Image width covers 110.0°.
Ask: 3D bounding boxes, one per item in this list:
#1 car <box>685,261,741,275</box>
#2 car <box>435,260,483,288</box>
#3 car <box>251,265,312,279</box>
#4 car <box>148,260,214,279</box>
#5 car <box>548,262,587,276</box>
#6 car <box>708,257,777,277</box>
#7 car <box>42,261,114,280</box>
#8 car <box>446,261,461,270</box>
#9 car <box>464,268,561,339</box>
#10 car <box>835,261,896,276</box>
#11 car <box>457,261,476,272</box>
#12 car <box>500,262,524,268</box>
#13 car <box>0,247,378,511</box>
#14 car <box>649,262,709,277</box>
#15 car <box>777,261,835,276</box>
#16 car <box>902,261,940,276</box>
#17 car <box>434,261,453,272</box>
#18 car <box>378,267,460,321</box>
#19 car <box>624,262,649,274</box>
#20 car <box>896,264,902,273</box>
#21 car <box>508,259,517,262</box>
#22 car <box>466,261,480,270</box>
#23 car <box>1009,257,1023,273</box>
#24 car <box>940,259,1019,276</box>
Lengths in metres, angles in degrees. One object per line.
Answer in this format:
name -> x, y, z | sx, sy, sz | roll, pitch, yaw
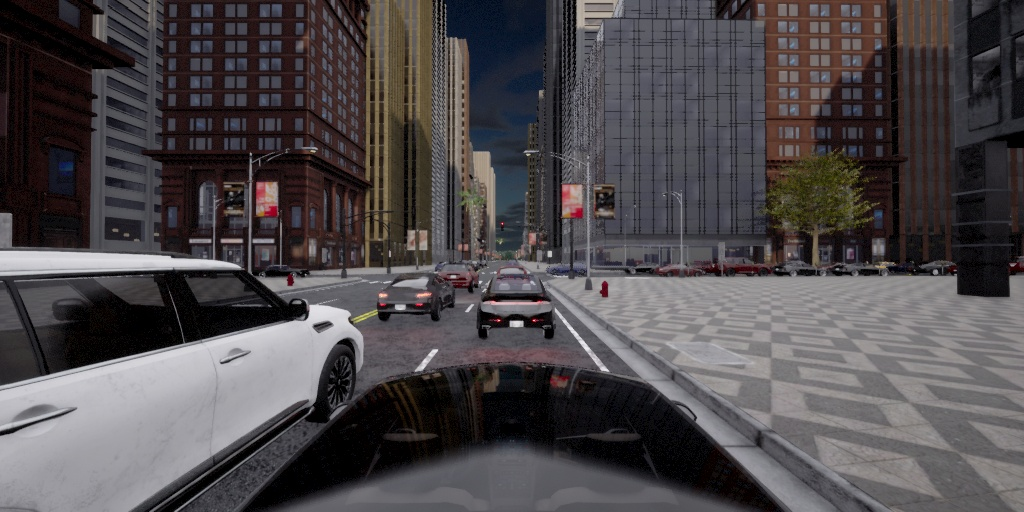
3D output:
car -> 21.724, 1.270, 38.849 | 5.008, 1.535, 1.882 | 0, -1, -1
car -> -3.153, 1.142, 21.404 | 2.097, 1.767, 4.553 | 0, 0, 0
car -> -22.407, 1.527, 34.992 | 4.718, 1.301, 1.895 | 0, -1, -3
car -> -32.225, 1.323, 35.001 | 4.553, 1.767, 2.097 | 0, -1, 0
car -> 6.029, 1.373, 38.597 | 4.674, 1.442, 1.812 | 0, -1, -1
car -> 20.947, 1.041, 33.061 | 5.009, 1.841, 2.192 | 0, 0, -1
car -> -42.279, 1.370, 35.020 | 4.553, 1.767, 2.097 | 0, -1, 1
car -> -9.841, 1.558, 60.884 | 1.812, 1.442, 4.674 | 0, 0, 0
car -> 0.097, 1.248, 10.112 | 2.128, 1.511, 4.902 | 0, 0, 0
car -> 32.221, 1.260, 33.239 | 4.313, 1.339, 1.948 | 0, 0, -1
car -> -6.609, 1.463, 52.237 | 2.128, 1.511, 4.902 | 0, 0, 0
car -> -0.005, 1.260, 19.613 | 1.882, 1.535, 5.008 | 0, 0, 0
car -> -3.155, 0.972, 2.645 | 2.150, 2.045, 5.566 | 0, 0, 0
car -> 15.309, 1.327, 32.972 | 4.207, 1.307, 1.802 | 0, 0, -1
car -> 26.584, 1.276, 33.150 | 4.313, 1.339, 1.948 | 0, 0, -1
car -> 42.846, 1.206, 36.033 | 4.892, 1.490, 1.837 | 0, -1, -1
car -> -9.850, 1.496, 51.961 | 1.812, 1.442, 4.674 | 0, 0, 0
car -> -3.152, 1.288, 12.423 | 1.812, 1.442, 4.674 | 0, 0, 0
car -> 15.176, 1.413, 41.496 | 4.313, 1.339, 1.948 | 0, 0, -1
car -> 43.716, 1.337, 39.130 | 4.718, 1.301, 1.895 | 0, -1, 0
car -> 0.080, 1.405, 63.844 | 2.097, 1.767, 4.553 | 0, -1, 0
car -> -6.591, 1.561, 61.337 | 1.812, 1.442, 4.674 | 0, 0, 0
car -> 49.136, 0.973, 33.506 | 5.009, 1.841, 2.192 | 0, 0, -1
car -> 43.497, 1.214, 33.417 | 4.507, 1.381, 1.888 | 0, 0, -1
